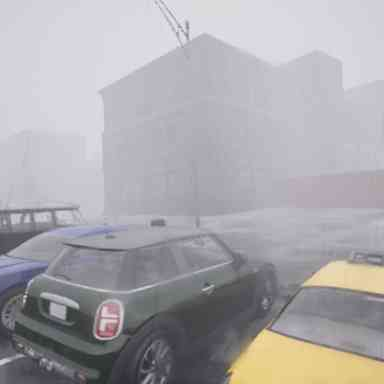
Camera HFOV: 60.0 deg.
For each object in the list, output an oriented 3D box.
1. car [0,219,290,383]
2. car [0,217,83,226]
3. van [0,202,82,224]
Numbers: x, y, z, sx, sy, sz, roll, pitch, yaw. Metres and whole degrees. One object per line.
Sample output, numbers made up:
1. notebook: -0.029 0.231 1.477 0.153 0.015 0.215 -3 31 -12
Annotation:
1. car: -0.281 1.357 5.481 2.185 1.767 4.553 0 0 36
2. car: -2.530 1.490 7.131 2.097 1.535 5.008 -1 0 36
3. van: -4.726 1.289 8.835 1.878 1.987 4.442 -1 -1 36
